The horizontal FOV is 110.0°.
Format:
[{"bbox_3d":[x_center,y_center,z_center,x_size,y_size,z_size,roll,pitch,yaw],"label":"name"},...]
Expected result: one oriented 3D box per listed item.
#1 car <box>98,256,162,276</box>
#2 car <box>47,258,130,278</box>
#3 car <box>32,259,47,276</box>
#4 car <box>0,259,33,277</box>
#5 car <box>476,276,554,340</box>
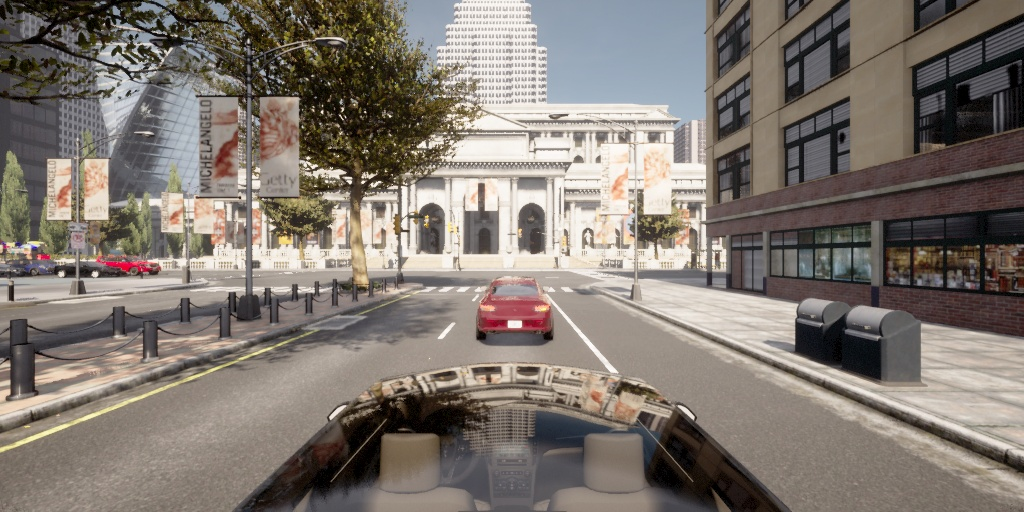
[{"bbox_3d":[-39.513,0.971,36.863,5.566,2.045,2.150,0,0,0],"label":"car"},{"bbox_3d":[-39.323,1.228,33.360,5.008,1.535,1.882,0,0,0],"label":"car"},{"bbox_3d":[-49.132,1.102,36.802,4.553,1.767,2.097,0,0,-1],"label":"car"},{"bbox_3d":[-48.326,1.276,33.329,4.674,1.442,1.812,0,0,-1],"label":"car"},{"bbox_3d":[0.078,1.276,9.882,1.812,1.442,4.674,0,0,0],"label":"car"}]
